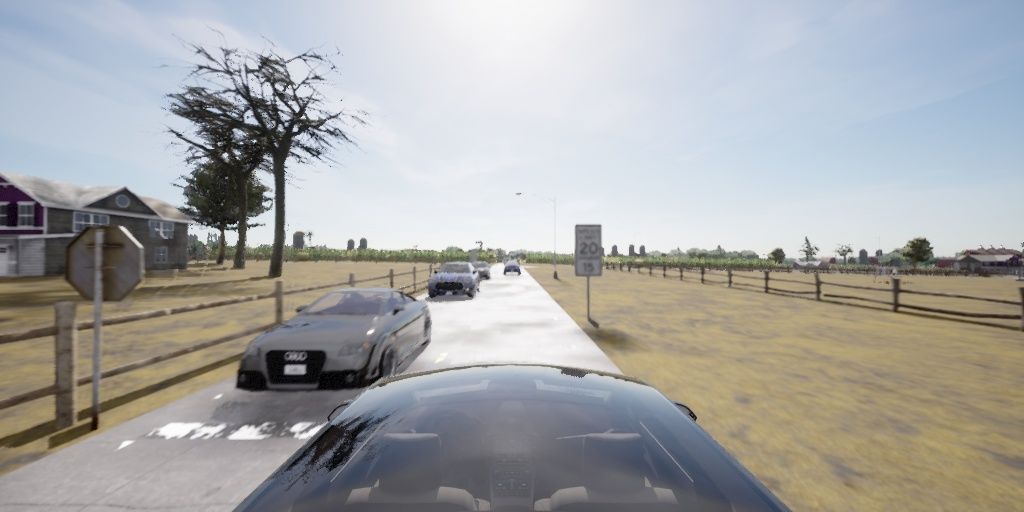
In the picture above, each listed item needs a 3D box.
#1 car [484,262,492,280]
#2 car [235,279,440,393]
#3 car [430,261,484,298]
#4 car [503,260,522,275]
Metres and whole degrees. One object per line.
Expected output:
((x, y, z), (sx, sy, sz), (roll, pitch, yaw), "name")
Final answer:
((-2.829, 1.255, 31.177), (1.837, 1.490, 4.892), (0, 0, 0), "car")
((-2.845, 1.310, 6.717), (1.994, 1.385, 4.181), (0, 0, 0), "car")
((-2.843, 1.093, 18.468), (2.097, 1.767, 4.553), (0, 0, 0), "car")
((0.011, 1.283, 39.604), (1.812, 1.442, 4.674), (0, 0, 0), "car")
